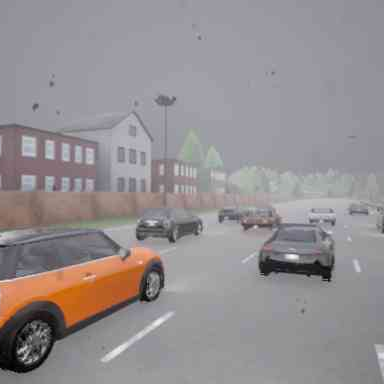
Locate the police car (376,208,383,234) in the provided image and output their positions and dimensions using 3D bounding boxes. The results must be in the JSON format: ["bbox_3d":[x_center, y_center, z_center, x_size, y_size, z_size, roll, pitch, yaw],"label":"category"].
[{"bbox_3d":[12.766,1.667,20.870,1.930,1.638,5.238,0,-1,24],"label":"police car"}]

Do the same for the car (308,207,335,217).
[{"bbox_3d":[10.610,1.914,27.067,1.895,1.301,4.718,0,-1,24],"label":"car"}]

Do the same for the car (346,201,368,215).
[{"bbox_3d":[19.888,2.024,39.850,1.994,1.385,4.181,0,-1,24],"label":"car"}]

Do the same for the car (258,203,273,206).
[{"bbox_3d":[8.923,2.035,40.735,1.994,1.385,4.181,0,-1,24],"label":"car"}]

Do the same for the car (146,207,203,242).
[{"bbox_3d":[-1.071,1.561,17.766,2.097,1.767,4.553,0,0,24],"label":"car"}]

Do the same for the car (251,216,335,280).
[{"bbox_3d":[3.416,1.687,10.533,1.994,1.385,4.181,0,-1,24],"label":"car"}]

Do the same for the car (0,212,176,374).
[{"bbox_3d":[-2.314,1.424,6.136,2.097,1.767,4.553,0,-1,24],"label":"car"}]

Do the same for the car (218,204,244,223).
[{"bbox_3d":[3.688,1.836,28.703,1.837,1.490,4.892,0,-1,23],"label":"car"}]

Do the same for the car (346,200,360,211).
[{"bbox_3d":[25.621,2.089,53.041,1.882,1.535,5.008,0,-1,24],"label":"car"}]

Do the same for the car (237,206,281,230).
[{"bbox_3d":[4.775,1.861,22.425,1.895,1.301,4.718,0,-1,24],"label":"car"}]
